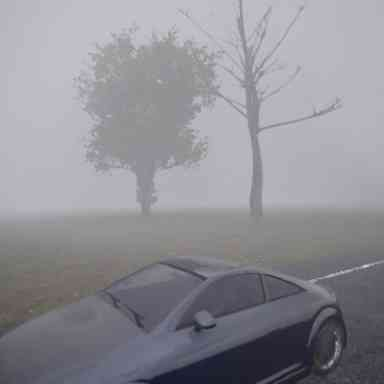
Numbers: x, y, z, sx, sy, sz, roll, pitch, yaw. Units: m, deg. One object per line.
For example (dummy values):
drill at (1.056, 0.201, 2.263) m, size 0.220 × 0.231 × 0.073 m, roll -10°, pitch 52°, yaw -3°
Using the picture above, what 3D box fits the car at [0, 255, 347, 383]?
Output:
car at (-0.054, 1.535, 3.929) m, size 4.181 × 1.385 × 1.994 m, roll -1°, pitch 1°, yaw -35°
